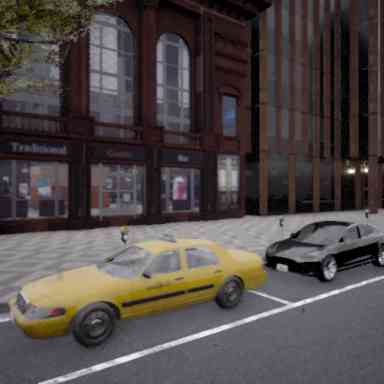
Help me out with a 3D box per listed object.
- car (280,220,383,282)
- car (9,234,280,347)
[{"bbox_3d":[4.056,1.529,9.661,4.313,1.339,1.947,0,0,-36],"label":"car"},{"bbox_3d":[-0.673,1.513,6.284,4.829,1.417,1.752,0,0,-36],"label":"car"}]
